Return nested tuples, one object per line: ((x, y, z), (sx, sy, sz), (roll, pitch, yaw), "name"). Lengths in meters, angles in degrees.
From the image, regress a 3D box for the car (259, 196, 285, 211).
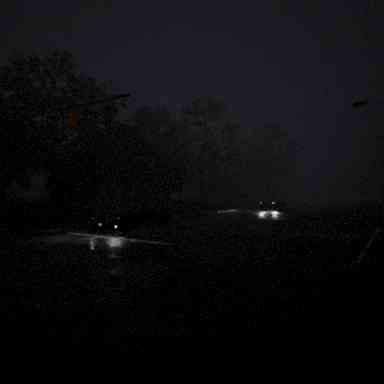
((9.890, 1.270, 40.897), (2.097, 1.767, 4.553), (0, 0, 32), "car")

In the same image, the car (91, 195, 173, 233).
((-3.385, 1.266, 19.863), (2.150, 2.045, 5.566), (0, 2, 32), "car")
